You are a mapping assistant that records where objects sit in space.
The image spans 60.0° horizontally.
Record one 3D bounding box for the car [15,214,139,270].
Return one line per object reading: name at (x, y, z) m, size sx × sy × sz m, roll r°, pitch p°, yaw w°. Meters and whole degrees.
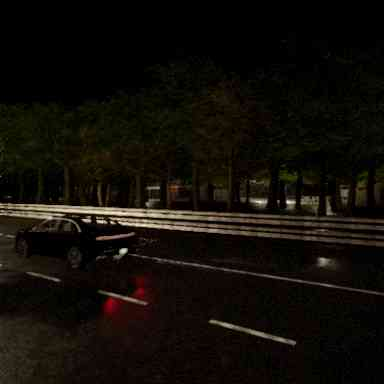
car at (-3.947, 1.490, 10.998) m, size 4.902 × 1.511 × 2.128 m, roll 0°, pitch 0°, yaw 36°
